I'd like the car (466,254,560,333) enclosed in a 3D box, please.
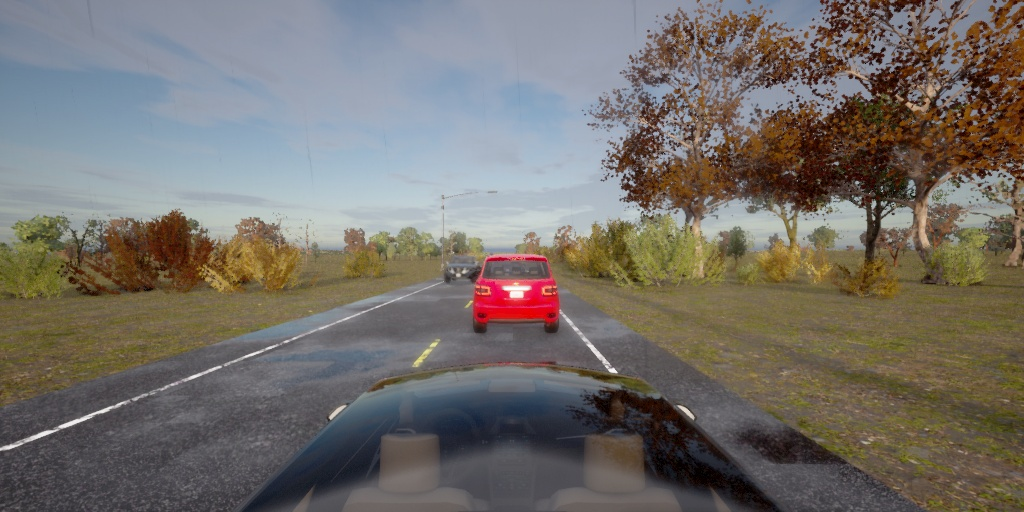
[{"bbox_3d":[0.085,0.968,10.831,2.150,2.045,5.566,0,0,-1],"label":"car"}]

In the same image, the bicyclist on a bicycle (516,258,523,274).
[{"bbox_3d":[0.812,1.107,40.022,0.659,1.776,1.843,0,0,0],"label":"bicyclist on a bicycle"}]

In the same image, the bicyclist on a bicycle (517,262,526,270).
[{"bbox_3d":[0.880,1.110,30.010,0.659,1.776,1.843,0,0,0],"label":"bicyclist on a bicycle"}]

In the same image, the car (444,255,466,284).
[{"bbox_3d":[-3.670,0.963,27.207,2.150,2.045,5.566,0,0,0],"label":"car"}]
